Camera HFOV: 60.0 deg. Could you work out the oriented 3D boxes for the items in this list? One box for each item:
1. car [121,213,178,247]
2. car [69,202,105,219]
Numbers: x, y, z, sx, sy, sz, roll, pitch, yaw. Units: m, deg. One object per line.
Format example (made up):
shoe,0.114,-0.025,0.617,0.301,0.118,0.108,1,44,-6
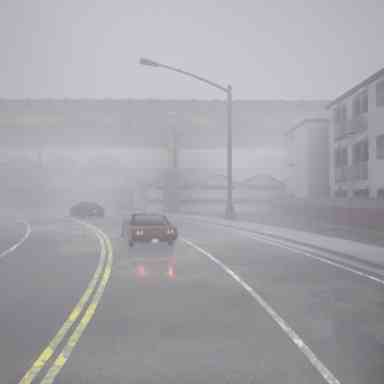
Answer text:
car,-2.091,1.590,14.998,1.895,1.301,4.718,0,0,-17
car,-9.120,1.524,28.808,1.994,1.385,4.181,1,-1,-37
